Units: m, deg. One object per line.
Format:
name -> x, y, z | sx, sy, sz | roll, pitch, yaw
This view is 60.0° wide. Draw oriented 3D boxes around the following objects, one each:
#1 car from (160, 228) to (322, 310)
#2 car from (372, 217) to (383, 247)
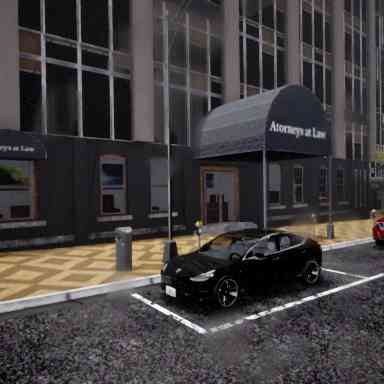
car -> 1.325, 1.564, 7.805 | 4.313, 1.339, 1.947 | 0, -1, -37
car -> 9.603, 1.310, 14.003 | 5.009, 1.841, 2.192 | 0, -1, -37
